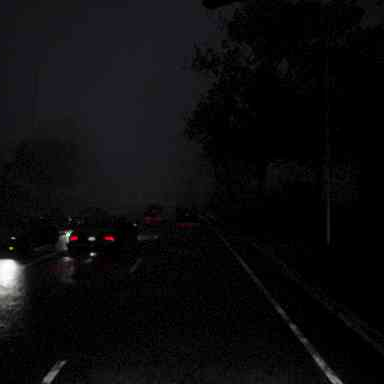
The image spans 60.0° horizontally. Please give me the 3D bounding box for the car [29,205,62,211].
[{"bbox_3d":[-10.843,1.746,24.260,2.128,1.511,4.902,0,-1,-1],"label":"car"}]

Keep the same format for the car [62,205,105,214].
[{"bbox_3d":[-7.366,1.756,23.981,1.837,1.490,4.892,0,-1,-1],"label":"car"}]

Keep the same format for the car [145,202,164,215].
[{"bbox_3d":[-4.395,1.893,38.695,2.128,1.511,4.902,0,-1,-3],"label":"car"}]

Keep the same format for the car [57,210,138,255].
[{"bbox_3d":[-3.507,1.694,13.971,2.033,1.411,5.357,0,-1,-1],"label":"car"}]

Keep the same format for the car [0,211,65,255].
[{"bbox_3d":[-7.170,1.710,13.819,1.994,1.385,4.181,0,-1,0],"label":"car"}]

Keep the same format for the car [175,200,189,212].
[{"bbox_3d":[-1.497,1.971,47.581,1.882,1.535,5.008,0,-1,-4],"label":"car"}]

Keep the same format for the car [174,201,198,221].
[{"bbox_3d":[-0.482,1.793,30.387,1.882,1.535,5.008,0,0,-2],"label":"car"}]
